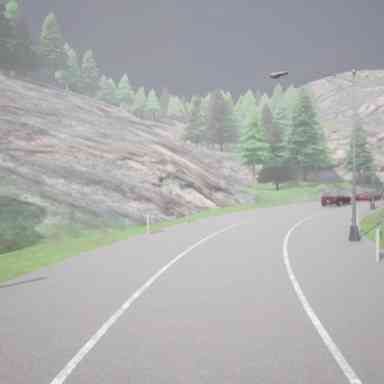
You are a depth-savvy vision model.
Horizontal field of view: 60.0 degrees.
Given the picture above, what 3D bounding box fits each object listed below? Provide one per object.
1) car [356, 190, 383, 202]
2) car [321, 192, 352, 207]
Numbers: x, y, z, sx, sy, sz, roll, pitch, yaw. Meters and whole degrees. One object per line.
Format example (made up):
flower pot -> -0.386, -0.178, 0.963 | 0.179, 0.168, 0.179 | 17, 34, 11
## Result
car -> 23.173, 0.480, 43.308 | 4.181, 1.385, 1.994 | -3, 2, -36
car -> 15.916, 0.764, 36.541 | 1.882, 1.535, 5.008 | 0, 2, 44
